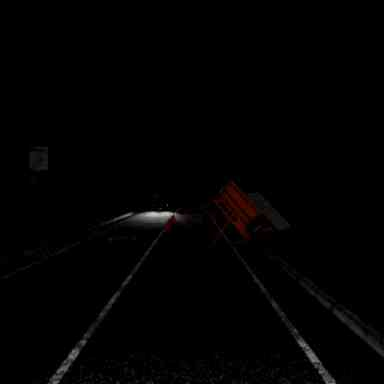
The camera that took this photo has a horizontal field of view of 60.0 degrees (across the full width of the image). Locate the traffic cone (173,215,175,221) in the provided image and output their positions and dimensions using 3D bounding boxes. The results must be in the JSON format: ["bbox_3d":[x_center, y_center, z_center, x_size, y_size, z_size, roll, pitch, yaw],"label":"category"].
[{"bbox_3d":[-1.373,1.878,20.783,0.340,0.580,0.340,0,0,0],"label":"traffic cone"}]

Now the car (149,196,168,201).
[{"bbox_3d":[-8.838,1.727,87.499,4.792,1.488,2.163,0,-1,0],"label":"car"}]

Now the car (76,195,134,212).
[{"bbox_3d":[-8.831,1.353,34.245,4.892,1.521,2.231,0,0,0],"label":"car"}]

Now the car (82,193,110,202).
[{"bbox_3d":[-21.905,1.339,76.051,5.566,2.045,2.435,0,-1,0],"label":"car"}]

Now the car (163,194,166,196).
[{"bbox_3d":[-8.847,1.566,73.487,5.008,1.535,2.097,0,-1,0],"label":"car"}]

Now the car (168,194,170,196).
[{"bbox_3d":[-8.835,1.700,84.696,4.792,1.488,2.163,0,-1,0],"label":"car"}]

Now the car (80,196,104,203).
[{"bbox_3d":[-21.929,1.604,73.141,4.674,1.452,2.002,0,0,0],"label":"car"}]

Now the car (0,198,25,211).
[{"bbox_3d":[-21.919,1.354,37.062,5.008,1.535,2.097,0,0,0],"label":"car"}]

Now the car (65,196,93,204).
[{"bbox_3d":[-21.951,1.532,64.911,4.792,1.488,2.163,0,0,0],"label":"car"}]

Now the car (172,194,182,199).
[{"bbox_3d":[-3.226,1.586,78.830,1.994,1.385,4.181,0,-1,0],"label":"car"}]

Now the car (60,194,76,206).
[{"bbox_3d":[-21.910,1.472,53.770,4.674,1.452,2.002,0,0,0],"label":"car"}]

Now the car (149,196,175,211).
[{"bbox_3d":[-3.334,1.478,37.752,1.895,1.301,4.718,0,0,0],"label":"car"}]

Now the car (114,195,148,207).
[{"bbox_3d":[-8.799,1.271,48.257,4.553,1.767,2.185,0,0,0],"label":"car"}]

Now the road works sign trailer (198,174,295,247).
[{"bbox_3d":[2.371,1.017,13.636,3.560,2.880,2.380,-5,45,-44],"label":"road works sign trailer"}]

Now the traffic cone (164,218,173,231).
[{"bbox_3d":[-1.374,1.886,18.783,0.340,0.580,0.340,0,0,0],"label":"traffic cone"}]

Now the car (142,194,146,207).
[{"bbox_3d":[-8.837,1.370,42.651,4.892,1.521,2.231,0,0,0],"label":"car"}]

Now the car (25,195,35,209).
[{"bbox_3d":[-21.914,1.401,39.849,4.674,1.452,2.002,0,0,0],"label":"car"}]

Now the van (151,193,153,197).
[{"bbox_3d":[-8.715,1.188,51.062,4.442,1.987,1.878,0,0,0],"label":"van"}]

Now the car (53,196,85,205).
[{"bbox_3d":[-21.911,1.467,59.341,5.008,1.535,2.097,0,0,0],"label":"car"}]

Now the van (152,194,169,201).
[{"bbox_3d":[-8.756,1.525,93.108,4.442,1.987,1.878,0,-1,0],"label":"van"}]

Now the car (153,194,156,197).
[{"bbox_3d":[-8.827,1.433,53.865,4.892,1.521,2.231,0,0,0],"label":"car"}]

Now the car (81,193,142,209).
[{"bbox_3d":[-8.863,1.103,37.047,5.566,2.045,2.435,0,0,0],"label":"car"}]

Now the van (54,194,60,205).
[{"bbox_3d":[-22.026,1.171,48.199,4.442,1.987,1.878,0,0,0],"label":"van"}]

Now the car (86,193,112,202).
[{"bbox_3d":[-21.909,1.364,78.713,5.566,2.045,2.435,0,-1,0],"label":"car"}]

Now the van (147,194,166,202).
[{"bbox_3d":[-8.744,1.418,81.895,4.442,1.987,1.878,0,-1,0],"label":"van"}]

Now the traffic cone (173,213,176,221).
[{"bbox_3d":[-1.372,1.871,22.783,0.340,0.580,0.340,0,0,0],"label":"traffic cone"}]

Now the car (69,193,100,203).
[{"bbox_3d":[-21.898,1.270,67.696,5.566,2.045,2.435,0,0,0],"label":"car"}]

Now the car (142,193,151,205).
[{"bbox_3d":[-8.859,1.131,45.457,5.566,2.045,2.435,0,0,0],"label":"car"}]

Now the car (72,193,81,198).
[{"bbox_3d":[-21.729,1.447,56.555,5.366,1.575,1.946,0,0,0],"label":"car"}]

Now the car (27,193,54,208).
[{"bbox_3d":[-21.879,1.257,45.418,4.553,1.767,2.185,0,0,0],"label":"car"}]

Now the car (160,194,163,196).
[{"bbox_3d":[-8.869,1.233,62.276,5.566,2.045,2.435,0,0,0],"label":"car"}]

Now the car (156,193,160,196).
[{"bbox_3d":[-8.832,1.467,59.471,5.008,1.535,2.097,0,0,0],"label":"car"}]

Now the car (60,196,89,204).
[{"bbox_3d":[-21.890,1.514,62.126,4.792,1.488,2.163,0,0,0],"label":"car"}]

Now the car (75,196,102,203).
[{"bbox_3d":[-21.923,1.543,70.481,5.008,1.535,2.097,0,0,0],"label":"car"}]
